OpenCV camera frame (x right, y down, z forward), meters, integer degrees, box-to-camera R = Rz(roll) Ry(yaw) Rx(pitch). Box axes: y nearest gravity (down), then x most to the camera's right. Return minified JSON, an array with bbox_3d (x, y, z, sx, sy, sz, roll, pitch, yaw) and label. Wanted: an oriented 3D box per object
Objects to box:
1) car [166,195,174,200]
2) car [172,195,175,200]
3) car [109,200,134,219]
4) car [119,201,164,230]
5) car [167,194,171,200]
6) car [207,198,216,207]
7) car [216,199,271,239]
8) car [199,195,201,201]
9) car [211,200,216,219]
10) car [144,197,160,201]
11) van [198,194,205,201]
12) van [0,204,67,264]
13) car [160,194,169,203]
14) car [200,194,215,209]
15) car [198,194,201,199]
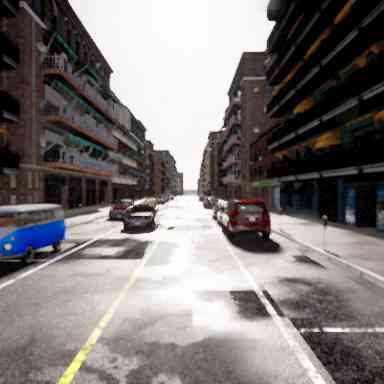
[{"bbox_3d":[-5.956,1.567,90.615,1.947,1.339,4.313,0,0,0],"label":"car"},{"bbox_3d":[-5.939,1.515,84.784,1.752,1.417,4.829,0,0,0],"label":"car"},{"bbox_3d":[-5.772,1.407,28.336,1.967,1.590,4.097,0,0,0],"label":"car"},{"bbox_3d":[-3.056,1.496,20.910,1.812,1.442,4.674,0,0,0],"label":"car"},{"bbox_3d":[-5.889,1.548,67.968,1.802,1.307,4.206,0,0,0],"label":"car"},{"bbox_3d":[2.609,1.503,28.337,2.008,1.369,4.403,0,0,0],"label":"car"},{"bbox_3d":[2.641,1.280,17.012,2.192,1.841,5.009,0,0,0],"label":"car"},{"bbox_3d":[2.542,1.507,50.981,1.947,1.339,4.313,0,0,0],"label":"car"},{"bbox_3d":[2.626,1.509,22.675,2.008,1.369,4.403,0,0,0],"label":"car"},{"bbox_3d":[-5.821,1.481,45.152,1.752,1.417,4.829,0,0,0],"label":"car"},{"bbox_3d":[2.439,1.316,84.952,1.690,1.788,3.998,-1,0,0],"label":"van"},{"bbox_3d":[-5.722,1.328,11.350,1.690,1.788,3.998,0,0,0],"label":"van"},{"bbox_3d":[-5.872,1.543,62.307,1.802,1.307,4.206,0,0,0],"label":"car"},{"bbox_3d":[2.558,1.381,45.322,1.967,1.590,4.097,0,0,0],"label":"car"},{"bbox_3d":[2.458,1.511,79.291,1.887,1.381,4.507,-1,0,0],"label":"car"}]
